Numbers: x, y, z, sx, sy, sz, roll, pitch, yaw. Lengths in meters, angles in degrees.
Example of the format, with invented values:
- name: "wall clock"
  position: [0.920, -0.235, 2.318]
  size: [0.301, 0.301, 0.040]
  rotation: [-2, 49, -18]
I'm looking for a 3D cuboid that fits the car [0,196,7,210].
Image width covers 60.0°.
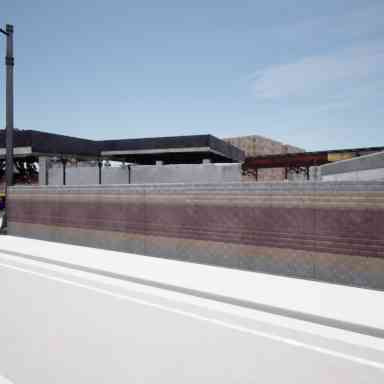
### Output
- name: "car"
  position: [-20.626, 1.295, 39.464]
  size: [2.242, 1.667, 4.611]
  rotation: [0, 0, 37]
